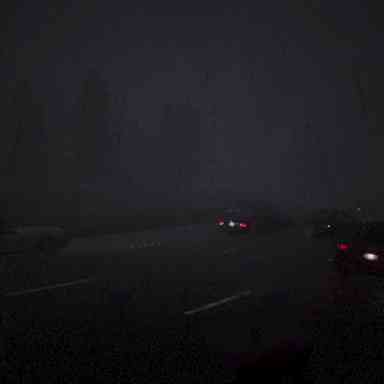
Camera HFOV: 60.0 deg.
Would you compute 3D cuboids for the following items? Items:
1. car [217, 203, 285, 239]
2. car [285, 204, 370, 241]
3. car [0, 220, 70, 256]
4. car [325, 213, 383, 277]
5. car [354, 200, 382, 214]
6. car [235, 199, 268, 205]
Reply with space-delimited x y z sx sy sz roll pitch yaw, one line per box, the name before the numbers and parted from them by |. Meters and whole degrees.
car | 3.542 1.537 17.386 2.033 1.411 5.357 0 0 42
car | 6.418 1.493 15.425 1.812 1.442 4.674 0 0 44
car | -6.948 1.664 11.842 4.718 1.301 1.895 0 0 -39
car | 5.713 1.531 9.508 1.994 1.385 4.181 0 0 44
car | 16.160 1.470 30.926 1.994 1.385 4.181 0 0 43
car | 4.640 1.338 23.733 2.097 1.767 4.553 0 0 44
